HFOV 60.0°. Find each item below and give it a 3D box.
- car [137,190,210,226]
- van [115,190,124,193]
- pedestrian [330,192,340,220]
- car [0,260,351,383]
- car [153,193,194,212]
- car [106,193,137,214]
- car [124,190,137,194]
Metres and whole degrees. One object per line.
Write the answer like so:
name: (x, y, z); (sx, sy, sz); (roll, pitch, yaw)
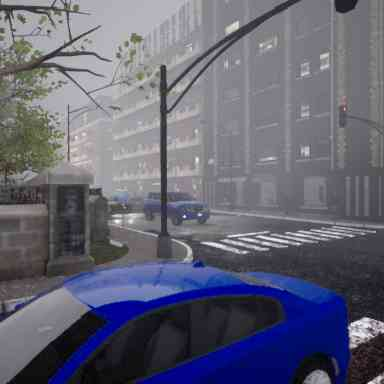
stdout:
car: (-1.179, 0.926, 21.607); (2.150, 2.045, 5.566); (0, 1, -36)
van: (-8.386, 0.655, 41.261); (1.690, 1.788, 3.998); (1, 1, -36)
pedestrian: (9.418, 0.902, 21.923); (0.375, 1.860, 0.375); (1, -1, -36)
car: (-0.603, 1.477, 2.947); (5.008, 1.535, 1.882); (0, 0, -36)
car: (-1.858, 0.950, 32.353); (1.967, 1.590, 4.097); (1, 1, -36)
car: (-6.840, 1.098, 29.334); (1.994, 1.385, 4.181); (0, 1, -36)
car: (-5.120, 0.727, 36.806); (2.192, 1.841, 5.009); (1, 1, -36)
